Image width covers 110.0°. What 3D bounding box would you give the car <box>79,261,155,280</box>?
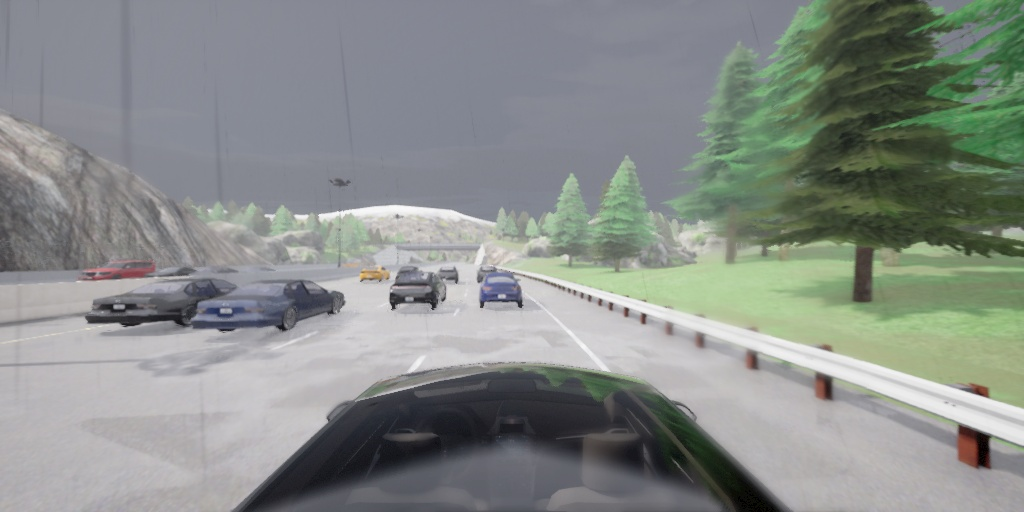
[{"bbox_3d":[-33.997,1.431,31.315,2.150,2.045,5.566,0,0,-7],"label":"car"}]

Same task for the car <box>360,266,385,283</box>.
[{"bbox_3d":[-13.035,1.681,34.380,1.882,1.535,5.008,0,-1,-7],"label":"car"}]

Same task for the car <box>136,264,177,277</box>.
[{"bbox_3d":[-30.633,1.698,32.606,1.882,1.535,5.008,0,-1,-7],"label":"car"}]

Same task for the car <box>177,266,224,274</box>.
[{"bbox_3d":[-27.099,1.704,32.570,2.128,1.511,4.902,0,-1,-7],"label":"car"}]

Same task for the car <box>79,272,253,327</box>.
[{"bbox_3d":[-10.749,1.458,12.188,2.033,1.411,5.357,0,-1,-3],"label":"car"}]

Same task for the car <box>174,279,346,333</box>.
[{"bbox_3d":[-7.207,1.439,11.383,2.033,1.411,5.357,0,-1,-3],"label":"car"}]

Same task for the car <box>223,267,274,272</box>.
[{"bbox_3d":[-23.668,1.761,33.292,2.033,1.411,5.357,0,-1,-7],"label":"car"}]

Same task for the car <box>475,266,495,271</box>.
[{"bbox_3d":[-2.232,1.647,32.594,2.128,1.511,4.902,0,-1,-7],"label":"car"}]

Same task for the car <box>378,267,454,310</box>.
[{"bbox_3d":[-4.011,1.434,15.846,2.128,1.511,4.902,0,-1,-4],"label":"car"}]

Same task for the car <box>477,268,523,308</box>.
[{"bbox_3d":[-0.566,1.468,16.477,1.812,1.442,4.674,0,-1,-4],"label":"car"}]

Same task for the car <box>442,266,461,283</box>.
[{"bbox_3d":[-5.767,1.656,32.663,2.128,1.511,4.902,0,-1,-7],"label":"car"}]

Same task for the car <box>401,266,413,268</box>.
[{"bbox_3d":[-9.312,1.679,32.833,1.837,1.490,4.892,0,-1,-7],"label":"car"}]
